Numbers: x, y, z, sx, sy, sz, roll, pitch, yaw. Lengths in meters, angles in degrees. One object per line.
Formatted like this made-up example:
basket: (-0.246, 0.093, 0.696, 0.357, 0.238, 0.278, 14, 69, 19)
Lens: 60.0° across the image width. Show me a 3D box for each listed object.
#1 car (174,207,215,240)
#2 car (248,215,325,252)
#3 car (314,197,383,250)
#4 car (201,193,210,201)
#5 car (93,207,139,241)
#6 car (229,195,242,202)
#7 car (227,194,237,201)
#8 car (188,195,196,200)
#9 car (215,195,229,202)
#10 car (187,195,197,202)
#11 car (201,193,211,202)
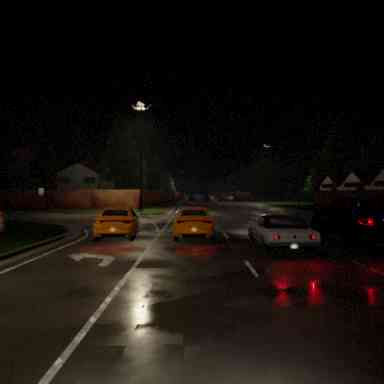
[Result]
car: (0.098, 1.498, 17.066, 1.882, 1.535, 5.008, 0, 0, 0)
car: (3.594, 1.617, 13.891, 1.895, 1.301, 4.718, 0, 0, 0)
car: (7.096, 1.239, 14.497, 2.150, 2.045, 5.566, 0, 0, 0)
car: (3.519, 1.245, 88.943, 2.150, 2.045, 5.566, 0, 0, 0)
car: (-3.789, 1.498, 17.041, 1.882, 1.535, 5.008, 1, 0, -7)
car: (10.516, 1.620, 77.662, 2.033, 1.411, 5.357, 0, 0, 0)
car: (10.518, 1.429, 88.081, 1.882, 1.535, 5.008, 0, 0, 0)
car: (0.018, 1.504, 88.083, 1.994, 1.385, 4.181, 0, 0, 0)
car: (7.016, 1.677, 78.109, 1.895, 1.301, 4.718, 0, 0, 0)
car: (0.016, 1.605, 77.663, 2.128, 1.511, 4.902, 0, 0, 0)
car: (3.516, 1.622, 78.463, 2.033, 1.411, 5.357, 0, 0, 0)
